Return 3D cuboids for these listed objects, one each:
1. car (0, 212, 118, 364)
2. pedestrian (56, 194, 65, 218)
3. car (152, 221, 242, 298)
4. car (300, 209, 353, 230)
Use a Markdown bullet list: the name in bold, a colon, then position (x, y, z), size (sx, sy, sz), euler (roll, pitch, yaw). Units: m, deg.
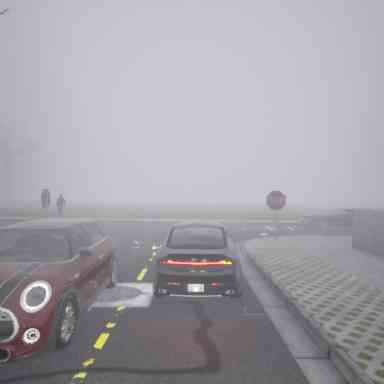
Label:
- **car**: position (-2.824, 1.351, 6.194), size (2.097, 1.767, 4.553), euler (0, 0, 0)
- **pedestrian**: position (-9.685, 0.997, 24.504), size (0.375, 1.860, 0.375), euler (0, -1, 0)
- **car**: position (0.176, 1.503, 8.500), size (1.837, 1.490, 4.892), euler (0, 0, 3)
- **car**: position (9.593, 1.745, 21.718), size (4.718, 1.301, 1.895), euler (1, 0, -1)
